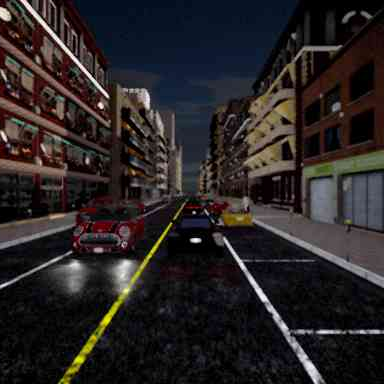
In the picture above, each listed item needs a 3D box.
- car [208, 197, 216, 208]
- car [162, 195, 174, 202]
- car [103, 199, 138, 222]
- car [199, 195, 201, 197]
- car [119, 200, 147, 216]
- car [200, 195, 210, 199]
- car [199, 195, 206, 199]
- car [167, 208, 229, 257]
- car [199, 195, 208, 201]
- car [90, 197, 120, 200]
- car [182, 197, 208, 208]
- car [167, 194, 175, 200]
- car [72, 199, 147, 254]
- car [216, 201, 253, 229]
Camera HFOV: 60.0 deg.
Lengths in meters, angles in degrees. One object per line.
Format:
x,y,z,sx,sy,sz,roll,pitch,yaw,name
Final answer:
2.763,1.489,32.329,1.887,1.381,4.507,0,0,0,car
-5.523,1.414,71.805,2.008,1.369,4.403,0,0,0,car
-5.630,1.388,26.715,1.967,1.590,4.097,0,0,0,car
2.872,1.383,77.588,1.752,1.417,4.829,0,0,0,car
-5.617,1.483,32.353,1.887,1.381,4.507,0,0,0,car
2.817,1.453,54.873,2.008,1.369,4.403,0,0,0,car
2.911,1.406,94.327,1.802,1.307,4.206,0,0,0,car
0.125,1.541,12.824,1.994,1.385,4.181,0,0,0,car
2.884,1.412,83.054,1.947,1.339,4.313,0,0,0,car
-5.643,1.274,21.080,2.192,1.841,5.009,0,0,0,car
0.166,1.452,29.807,1.837,1.490,4.892,0,0,0,car
-5.483,1.374,88.714,1.887,1.381,4.507,0,0,0,car
-3.069,1.327,13.212,2.097,1.767,4.553,0,0,0,car
2.737,1.490,21.226,1.752,1.417,4.829,0,0,0,car
